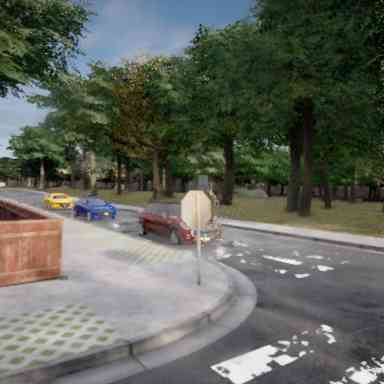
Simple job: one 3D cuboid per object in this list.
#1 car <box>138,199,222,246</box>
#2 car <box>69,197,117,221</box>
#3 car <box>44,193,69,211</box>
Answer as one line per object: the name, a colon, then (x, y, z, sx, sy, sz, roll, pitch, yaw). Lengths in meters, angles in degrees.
car: (-0.681, 1.263, 15.233, 2.097, 1.767, 4.553, -1, 2, -35)
car: (-7.184, 1.162, 24.389, 1.882, 1.535, 5.008, -1, 2, -35)
car: (-13.219, 0.909, 32.905, 1.882, 1.535, 5.008, -1, 2, -35)
